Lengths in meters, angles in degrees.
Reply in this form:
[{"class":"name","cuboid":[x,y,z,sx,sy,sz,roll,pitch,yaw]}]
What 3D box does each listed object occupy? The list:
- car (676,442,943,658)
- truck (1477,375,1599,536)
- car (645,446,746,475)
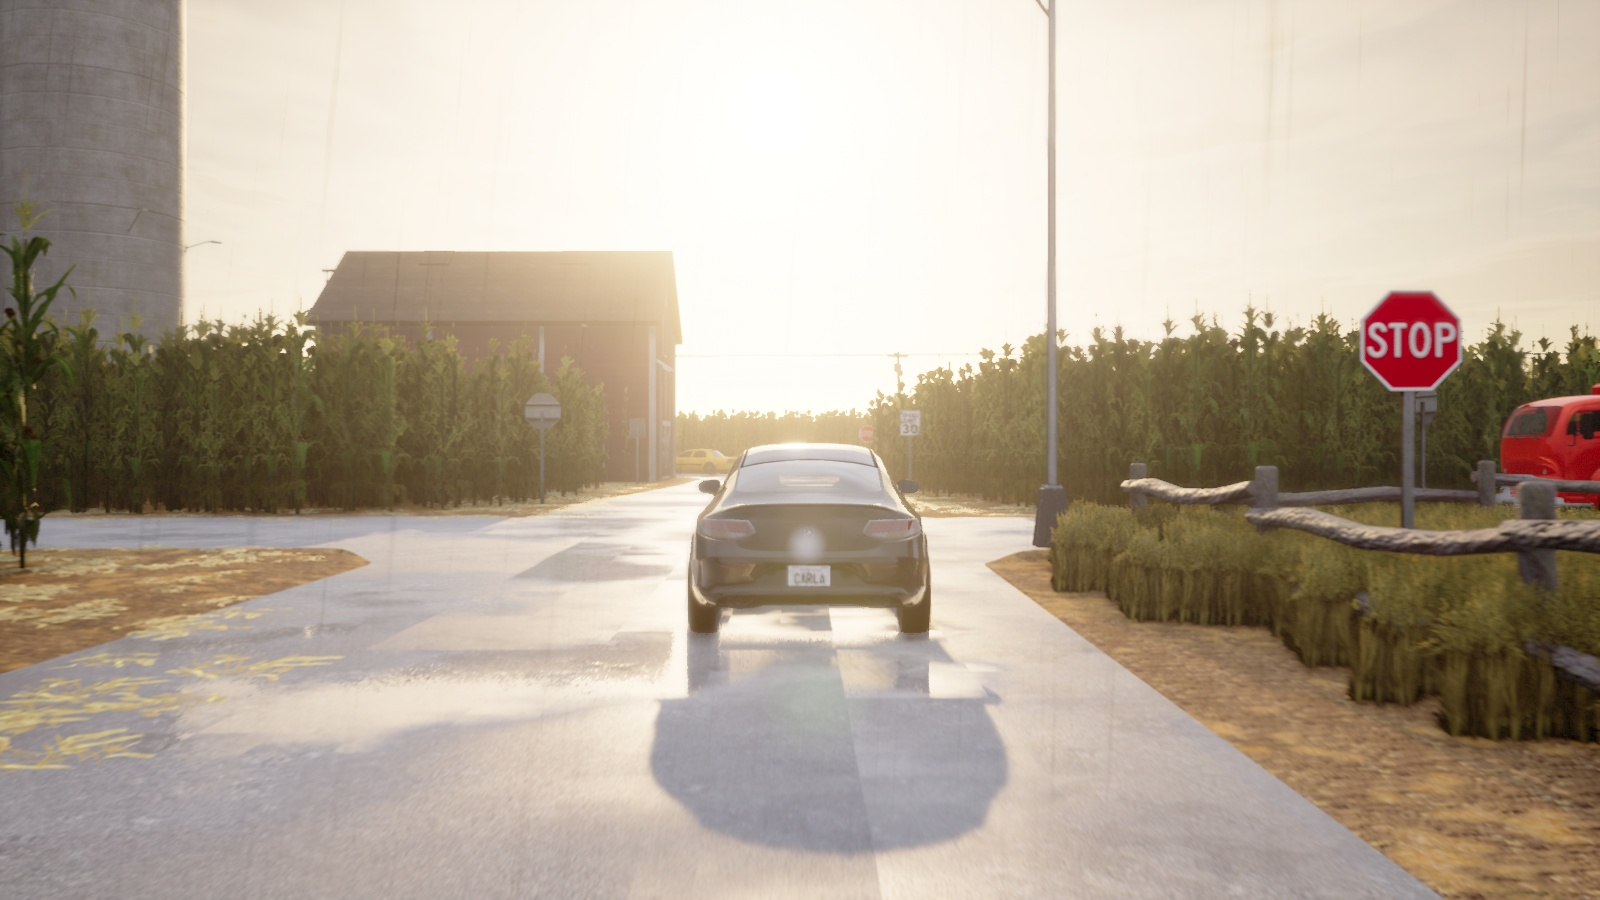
[{"class":"car","cuboid":[0.076,0.669,10.881,1.812,1.442,4.674,0,1,0]},{"class":"truck","cuboid":[14.388,0.106,20.524,5.204,2.467,2.627,1,0,0]},{"class":"car","cuboid":[-5.868,0.583,70.686,5.366,1.575,1.801,0,0,19]}]
